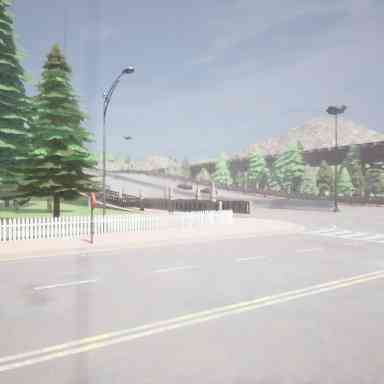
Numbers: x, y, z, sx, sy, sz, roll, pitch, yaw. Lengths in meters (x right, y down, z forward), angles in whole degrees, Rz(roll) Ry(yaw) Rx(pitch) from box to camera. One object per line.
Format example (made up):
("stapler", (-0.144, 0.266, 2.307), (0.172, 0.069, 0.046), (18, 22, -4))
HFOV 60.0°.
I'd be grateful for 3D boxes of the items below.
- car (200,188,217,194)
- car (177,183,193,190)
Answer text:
("car", (3.555, -0.204, 70.524), (1.812, 1.442, 4.674), (0, 7, -34))
("car", (-1.701, -1.376, 78.265), (2.128, 1.511, 4.902), (0, 7, -34))
